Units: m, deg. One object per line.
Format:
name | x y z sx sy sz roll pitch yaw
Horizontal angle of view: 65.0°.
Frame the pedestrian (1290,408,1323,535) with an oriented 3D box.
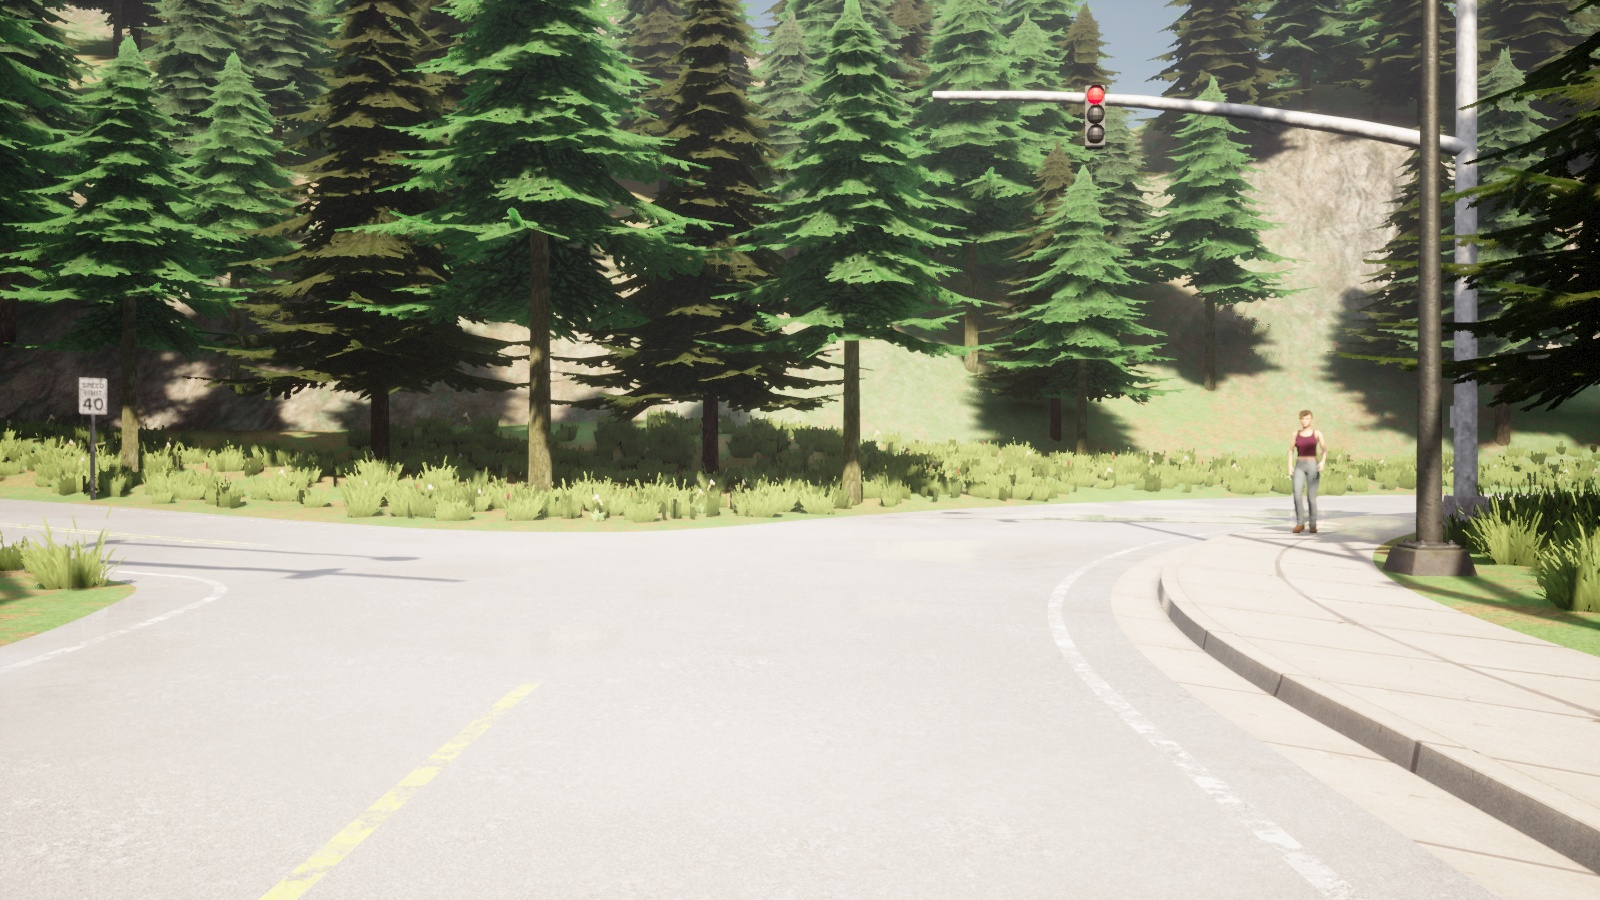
pedestrian | 7.426 0.311 18.423 0.345 1.836 0.594 0 0 32
